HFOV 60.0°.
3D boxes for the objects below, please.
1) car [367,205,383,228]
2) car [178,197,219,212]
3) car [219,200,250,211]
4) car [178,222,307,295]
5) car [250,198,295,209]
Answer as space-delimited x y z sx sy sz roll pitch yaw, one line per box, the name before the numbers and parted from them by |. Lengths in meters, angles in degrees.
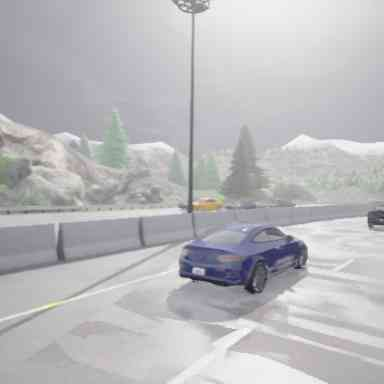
car | 13.426 1.592 22.332 1.882 1.535 5.008 1 0 45
car | 1.272 1.375 35.184 5.008 1.535 1.882 1 0 -45
car | 5.143 1.520 34.080 4.181 1.385 1.994 1 0 -44
car | 1.538 1.514 8.811 1.812 1.442 4.674 1 0 37
car | 8.056 1.357 32.021 4.553 1.767 2.097 1 0 -43
